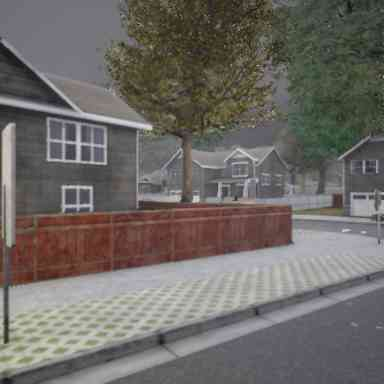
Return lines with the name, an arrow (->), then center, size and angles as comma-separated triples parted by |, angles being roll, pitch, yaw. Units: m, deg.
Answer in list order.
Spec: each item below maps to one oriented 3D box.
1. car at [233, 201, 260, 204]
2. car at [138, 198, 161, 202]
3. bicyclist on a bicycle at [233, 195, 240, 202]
car -> 3.830, 1.355, 22.027 | 5.008, 1.535, 1.882 | 1, 0, 43
car -> -3.681, 1.286, 29.002 | 4.902, 1.511, 2.128 | 1, 1, 43
bicyclist on a bicycle -> 4.002, 1.130, 29.862 | 0.582, 1.620, 1.656 | 1, 1, 43
